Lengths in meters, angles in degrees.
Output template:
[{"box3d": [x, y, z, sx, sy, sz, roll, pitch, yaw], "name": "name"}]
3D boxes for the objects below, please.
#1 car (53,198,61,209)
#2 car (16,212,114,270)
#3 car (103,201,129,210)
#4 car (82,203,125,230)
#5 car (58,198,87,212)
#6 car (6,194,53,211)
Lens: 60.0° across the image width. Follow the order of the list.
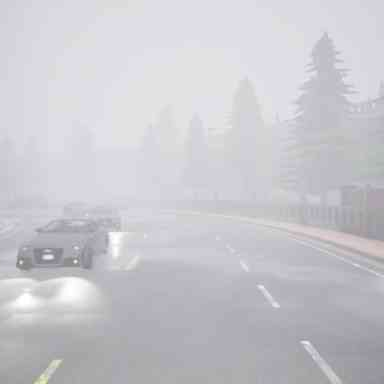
[{"box3d": [-18.035, 1.597, 44.821, 4.674, 1.442, 1.812, 0, 0, 23], "name": "car"}, {"box3d": [-4.015, 1.582, 10.953, 1.994, 1.385, 4.181, 0, 0, -4], "name": "car"}, {"box3d": [-9.636, 1.663, 39.204, 4.718, 1.301, 1.895, 0, 0, 41], "name": "car"}, {"box3d": [-5.616, 1.597, 20.783, 1.994, 1.385, 4.181, 0, 0, -20], "name": "car"}, {"box3d": [-10.102, 1.552, 29.616, 1.837, 1.490, 4.892, 0, 0, -35], "name": "car"}, {"box3d": [-20.910, 1.288, 42.286, 5.566, 2.045, 2.150, 0, 0, 22], "name": "car"}]
